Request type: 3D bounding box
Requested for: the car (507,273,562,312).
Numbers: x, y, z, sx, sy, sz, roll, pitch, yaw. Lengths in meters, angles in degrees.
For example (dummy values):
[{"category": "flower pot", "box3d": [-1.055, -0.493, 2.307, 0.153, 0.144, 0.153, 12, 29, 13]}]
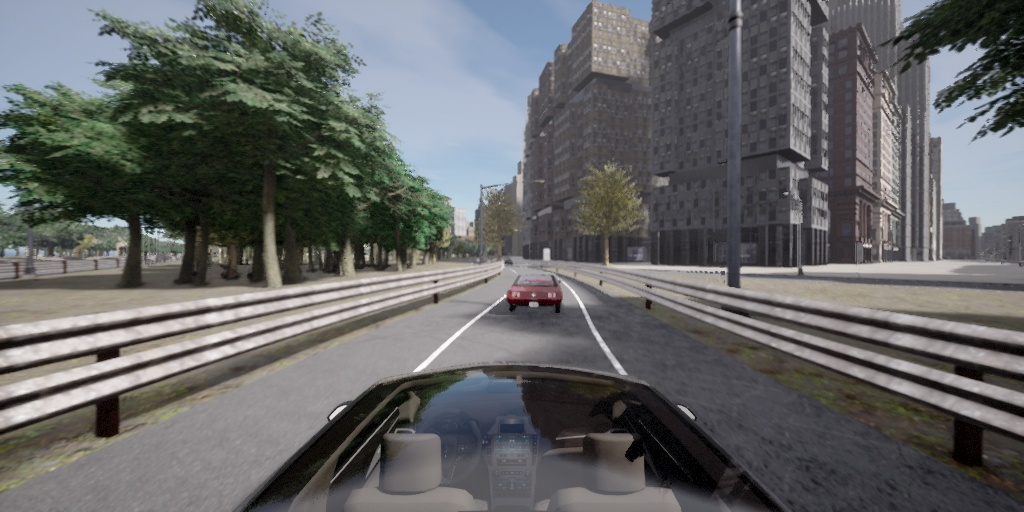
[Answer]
[{"category": "car", "box3d": [0.986, 1.334, 14.232, 1.895, 1.301, 4.718, 0, 0, 6]}]
